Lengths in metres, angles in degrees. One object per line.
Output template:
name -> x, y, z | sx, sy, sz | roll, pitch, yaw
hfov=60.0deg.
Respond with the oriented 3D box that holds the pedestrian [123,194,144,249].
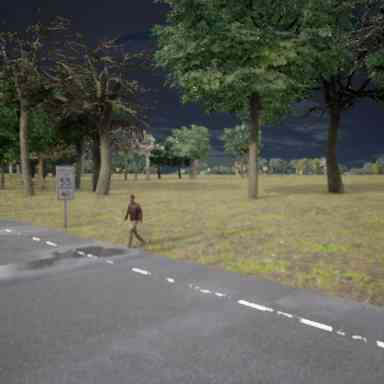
pedestrian -> -1.981, 0.941, 11.156 | 0.375, 1.860, 0.375 | 3, 4, 44
